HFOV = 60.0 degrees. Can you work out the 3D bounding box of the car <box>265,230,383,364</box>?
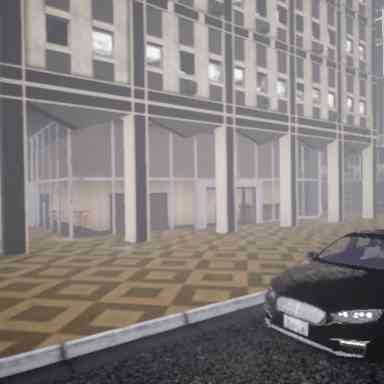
[{"bbox_3d":[3.347,1.461,5.768,4.902,1.511,2.128,0,0,-35],"label":"car"}]
